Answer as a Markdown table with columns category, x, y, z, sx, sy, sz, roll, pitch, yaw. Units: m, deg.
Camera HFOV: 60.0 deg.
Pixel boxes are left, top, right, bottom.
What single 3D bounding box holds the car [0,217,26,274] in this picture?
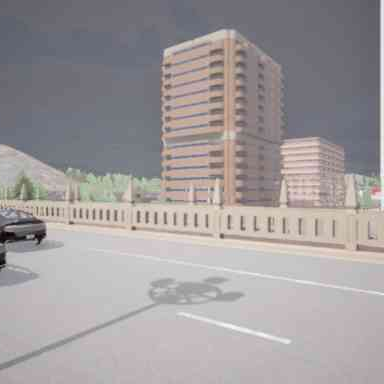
| category | x | y | z | sx | sy | sz | roll | pitch | yaw |
| --- | --- | --- | --- | --- | --- | --- | --- | --- | --- |
| car | -6.816 | 1.492 | 8.848 | 4.902 | 1.511 | 2.128 | 0 | 0 | 35 |

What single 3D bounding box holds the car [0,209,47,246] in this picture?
| category | x | y | z | sx | sy | sz | roll | pitch | yaw |
| --- | --- | --- | --- | --- | --- | --- | --- | --- | --- |
| car | -8.142 | 1.493 | 14.091 | 4.902 | 1.511 | 2.128 | 0 | 0 | 35 |
